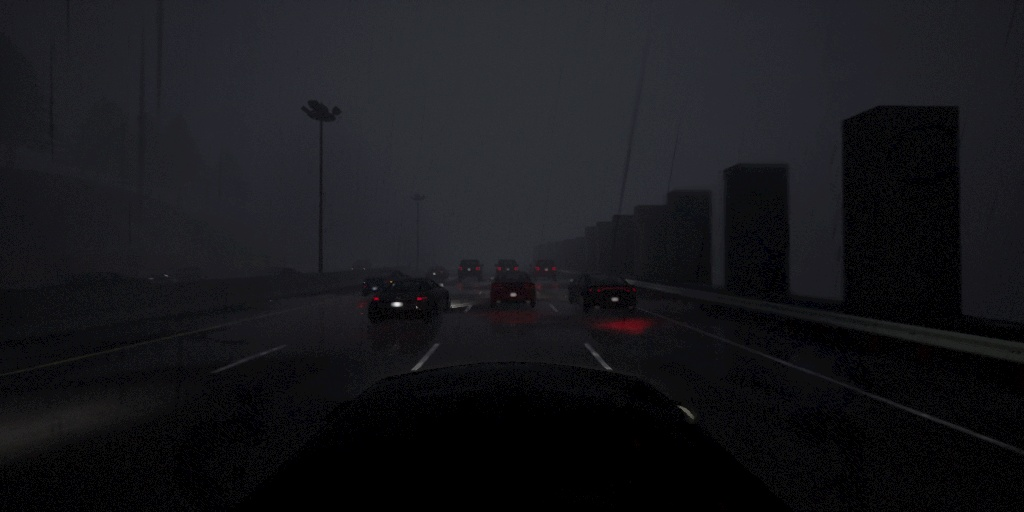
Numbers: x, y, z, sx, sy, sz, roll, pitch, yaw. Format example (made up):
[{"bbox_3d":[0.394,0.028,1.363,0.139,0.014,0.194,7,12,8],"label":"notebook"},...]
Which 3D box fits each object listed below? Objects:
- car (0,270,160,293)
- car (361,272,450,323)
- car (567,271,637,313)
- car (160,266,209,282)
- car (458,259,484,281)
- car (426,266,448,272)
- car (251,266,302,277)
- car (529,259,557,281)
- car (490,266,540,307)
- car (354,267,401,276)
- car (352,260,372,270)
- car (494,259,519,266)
[{"bbox_3d":[-21.196,1.479,17.759,2.033,1.411,5.357,0,-1,-1],"label":"car"},{"bbox_3d":[-3.437,1.439,12.663,1.994,1.385,4.181,0,-1,-1],"label":"car"},{"bbox_3d":[3.540,1.378,14.892,1.882,1.535,5.008,0,-1,-1],"label":"car"},{"bbox_3d":[-28.587,1.587,30.767,1.837,1.490,4.892,0,-1,-2],"label":"car"},{"bbox_3d":[-4.030,1.354,35.241,2.150,2.045,5.566,0,-1,-3],"label":"car"},{"bbox_3d":[-7.632,1.713,36.697,1.994,1.385,4.181,0,-1,-3],"label":"car"},{"bbox_3d":[-17.956,1.569,27.512,1.812,1.442,4.674,0,-1,-2],"label":"car"},{"bbox_3d":[2.979,1.354,35.216,2.150,2.045,5.566,0,-1,-3],"label":"car"},{"bbox_3d":[0.015,1.397,16.593,1.882,1.535,5.008,0,-1,-1],"label":"car"},{"bbox_3d":[-7.080,1.491,20.627,1.812,1.442,4.674,0,-1,-1],"label":"car"},{"bbox_3d":[-24.418,1.623,58.559,2.150,2.045,5.566,0,-1,-10],"label":"car"},{"bbox_3d":[-0.522,1.353,35.140,2.150,2.045,5.566,0,-1,-3],"label":"car"}]
